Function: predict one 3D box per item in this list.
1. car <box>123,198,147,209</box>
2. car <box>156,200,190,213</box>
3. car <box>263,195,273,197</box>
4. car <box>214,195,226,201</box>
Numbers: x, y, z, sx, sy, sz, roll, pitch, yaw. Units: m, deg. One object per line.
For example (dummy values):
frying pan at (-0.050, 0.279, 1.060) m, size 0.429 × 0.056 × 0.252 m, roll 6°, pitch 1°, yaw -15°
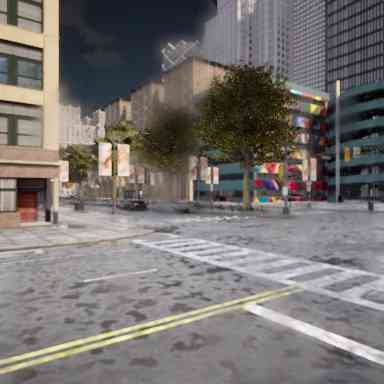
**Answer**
car at (-7.955, 1.562, 45.983) m, size 1.994 × 1.385 × 4.181 m, roll 0°, pitch 0°, yaw -37°
car at (-2.158, 1.599, 37.889) m, size 1.895 × 1.301 × 4.718 m, roll 0°, pitch 0°, yaw -36°
car at (16.456, 1.314, 72.067) m, size 2.002 × 1.452 × 4.674 m, roll 0°, pitch 0°, yaw -36°
car at (5.988, 1.408, 79.563) m, size 2.161 × 1.482 × 4.786 m, roll 0°, pitch 0°, yaw -36°
